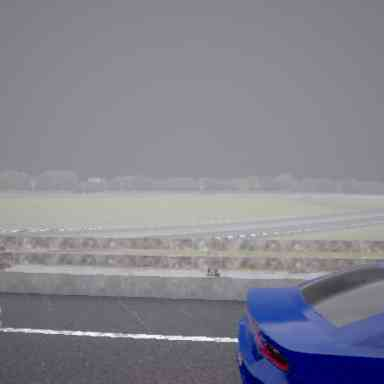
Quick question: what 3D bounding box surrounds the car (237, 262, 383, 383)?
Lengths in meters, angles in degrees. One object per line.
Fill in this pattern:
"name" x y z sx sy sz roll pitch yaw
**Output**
"car" 2.969 1.479 3.207 5.008 1.535 1.882 0 0 4
